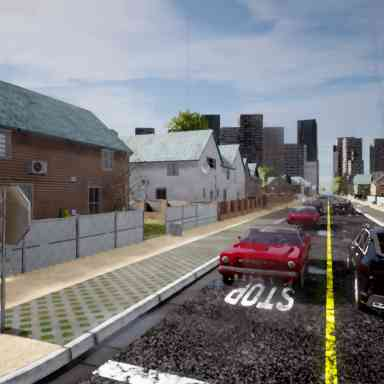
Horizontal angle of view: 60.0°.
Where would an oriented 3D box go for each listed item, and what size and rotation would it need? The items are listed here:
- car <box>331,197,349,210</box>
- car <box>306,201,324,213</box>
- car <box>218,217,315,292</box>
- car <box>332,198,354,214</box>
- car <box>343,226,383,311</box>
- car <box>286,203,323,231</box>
[{"bbox_3d":[19.797,1.508,44.597,2.128,1.511,4.902,0,0,22],"label":"car"},{"bbox_3d":[11.930,1.576,32.846,1.994,1.385,4.181,0,0,23],"label":"car"},{"bbox_3d":[2.231,1.607,9.243,1.895,1.301,4.718,0,0,22],"label":"car"},{"bbox_3d":[15.905,1.504,34.987,2.128,1.511,4.902,0,0,23],"label":"car"},{"bbox_3d":[4.534,1.507,7.352,1.837,1.490,4.892,0,0,22],"label":"car"},{"bbox_3d":[7.016,1.610,20.916,1.895,1.301,4.718,0,0,22],"label":"car"}]
